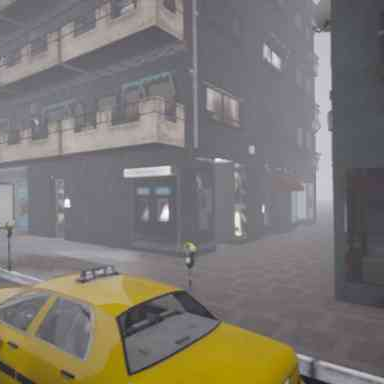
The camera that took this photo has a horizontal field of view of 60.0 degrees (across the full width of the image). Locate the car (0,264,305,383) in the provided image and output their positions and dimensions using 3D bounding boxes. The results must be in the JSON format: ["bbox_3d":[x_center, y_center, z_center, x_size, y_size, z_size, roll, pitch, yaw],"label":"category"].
[{"bbox_3d":[-1.262,1.506,3.797,4.829,1.417,1.752,0,-1,36],"label":"car"}]
